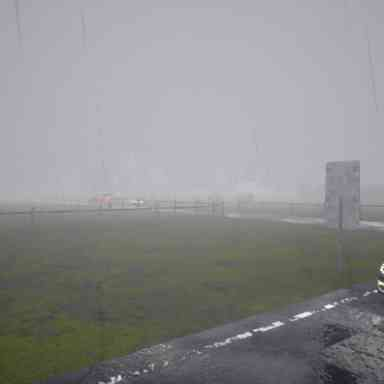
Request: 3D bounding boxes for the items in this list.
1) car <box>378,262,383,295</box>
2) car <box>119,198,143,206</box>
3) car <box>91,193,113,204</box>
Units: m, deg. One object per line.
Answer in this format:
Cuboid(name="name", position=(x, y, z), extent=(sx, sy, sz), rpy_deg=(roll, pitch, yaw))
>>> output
Cuboid(name="car", position=(5.982, 1.508, 7.306), extent=(4.892, 1.490, 1.837), rpy_deg=(0, 0, -35))
Cuboid(name="car", position=(-9.813, 1.579, 53.184), extent=(1.895, 1.301, 4.718), rpy_deg=(1, -1, -40))
Cuboid(name="car", position=(-16.574, 1.192, 61.125), extent=(2.150, 2.045, 5.566), rpy_deg=(1, -1, -41))
